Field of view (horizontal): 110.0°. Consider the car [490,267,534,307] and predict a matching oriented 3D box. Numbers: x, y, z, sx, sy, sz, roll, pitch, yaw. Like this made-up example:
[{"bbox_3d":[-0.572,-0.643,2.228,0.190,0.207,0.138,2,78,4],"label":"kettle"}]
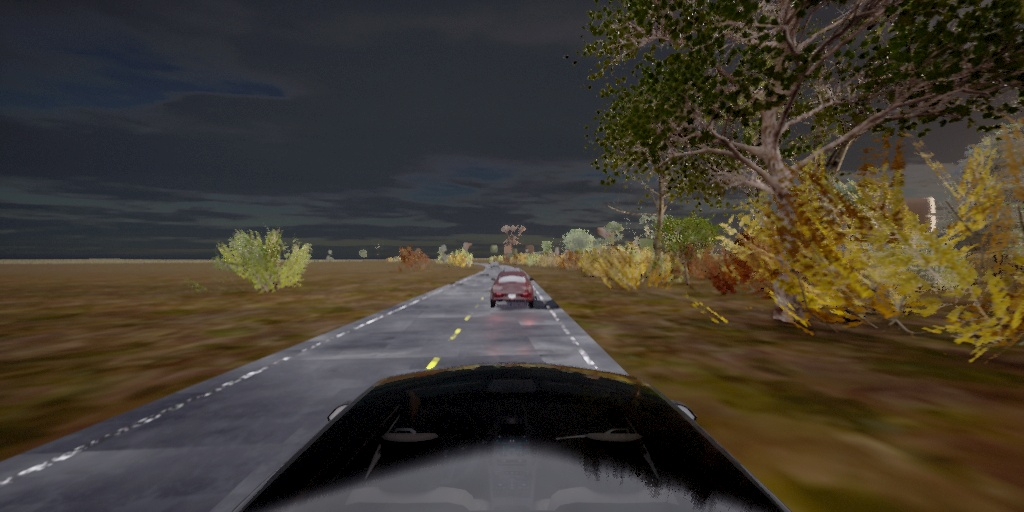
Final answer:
[{"bbox_3d":[0.011,1.411,16.256,1.812,1.442,4.674,0,0,0],"label":"car"}]
